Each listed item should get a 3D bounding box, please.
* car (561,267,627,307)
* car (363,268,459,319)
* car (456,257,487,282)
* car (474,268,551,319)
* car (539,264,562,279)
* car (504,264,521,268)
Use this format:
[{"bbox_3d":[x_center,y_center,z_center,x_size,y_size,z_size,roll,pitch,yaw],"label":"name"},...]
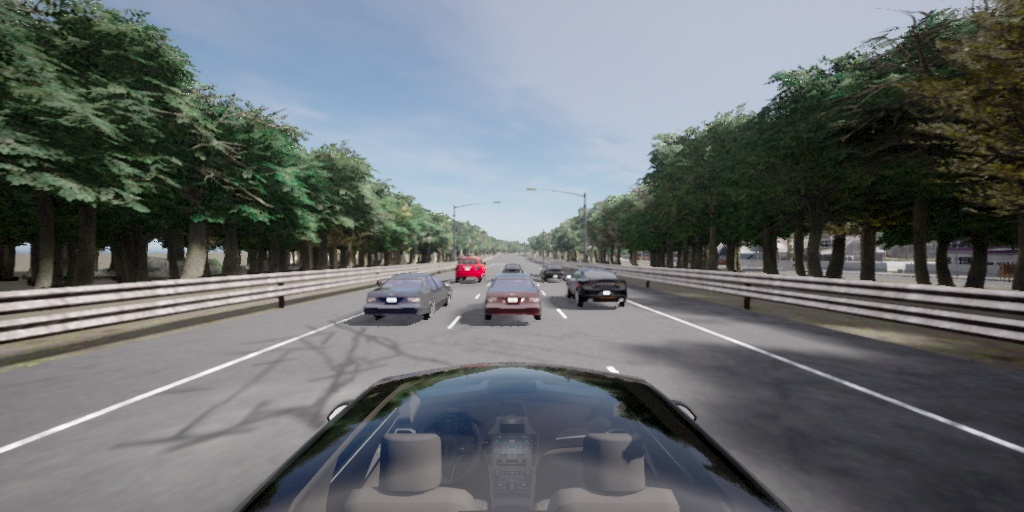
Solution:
[{"bbox_3d":[3.566,1.270,15.879,1.882,1.535,5.008,0,-1,1],"label":"car"},{"bbox_3d":[-3.452,1.324,12.862,2.033,1.411,5.357,0,0,1],"label":"car"},{"bbox_3d":[-3.432,1.123,30.470,2.150,2.045,5.566,0,0,0],"label":"car"},{"bbox_3d":[0.048,1.323,12.850,2.033,1.411,5.357,0,0,1],"label":"car"},{"bbox_3d":[3.574,1.414,31.718,1.837,1.490,4.892,0,0,0],"label":"car"},{"bbox_3d":[0.074,1.414,31.731,1.837,1.490,4.892,0,0,0],"label":"car"}]
